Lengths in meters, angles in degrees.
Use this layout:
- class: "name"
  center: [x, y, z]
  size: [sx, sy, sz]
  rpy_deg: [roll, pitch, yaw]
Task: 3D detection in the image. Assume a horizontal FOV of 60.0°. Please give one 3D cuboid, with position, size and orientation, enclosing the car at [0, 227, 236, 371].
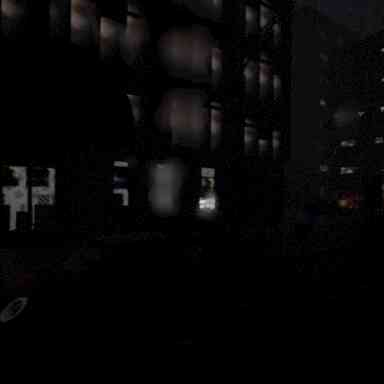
- class: "car"
  center: [-1.264, 1.457, 5.645]
  size: [4.097, 1.590, 1.967]
  rpy_deg: [1, 0, -35]

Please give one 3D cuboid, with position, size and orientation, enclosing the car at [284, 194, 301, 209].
- class: "car"
  center: [12.081, 1.214, 43.303]
  size: [2.192, 1.841, 5.009]
  rpy_deg: [2, 0, -36]

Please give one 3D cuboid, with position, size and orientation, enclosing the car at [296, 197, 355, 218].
- class: "car"
  center: [11.913, 1.473, 29.218]
  size: [1.887, 1.381, 4.507]
  rpy_deg: [2, 0, -36]
